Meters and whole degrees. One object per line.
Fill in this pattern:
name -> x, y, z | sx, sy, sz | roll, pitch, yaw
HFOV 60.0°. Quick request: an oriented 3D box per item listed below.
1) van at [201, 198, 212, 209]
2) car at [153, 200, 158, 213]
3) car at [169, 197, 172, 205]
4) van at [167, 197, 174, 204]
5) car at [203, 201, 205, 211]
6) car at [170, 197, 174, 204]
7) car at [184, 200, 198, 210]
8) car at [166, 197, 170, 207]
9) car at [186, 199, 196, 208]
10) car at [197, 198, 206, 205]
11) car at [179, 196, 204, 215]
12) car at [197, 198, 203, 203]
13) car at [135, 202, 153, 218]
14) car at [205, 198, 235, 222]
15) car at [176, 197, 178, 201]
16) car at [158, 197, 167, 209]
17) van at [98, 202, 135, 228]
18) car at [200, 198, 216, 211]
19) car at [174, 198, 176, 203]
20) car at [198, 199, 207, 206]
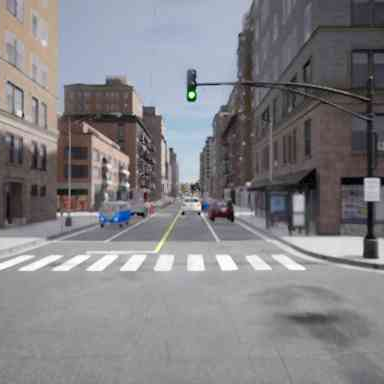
van -> 2.423, 1.914, 56.478 | 1.690, 1.788, 3.998 | 0, -1, 0
car -> -5.586, 1.954, 40.219 | 1.887, 1.381, 4.507 | 0, -1, 0
car -> -5.703, 2.247, 67.248 | 1.947, 1.339, 4.313 | 0, -1, 0
van -> -5.798, 2.240, 88.874 | 1.690, 1.788, 3.998 | 0, -1, 0
car -> 2.543, 1.906, 34.852 | 2.008, 1.369, 4.403 | 0, -1, 0
car -> -5.727, 2.051, 72.657 | 2.192, 1.841, 5.009 | 0, -1, 0
car -> -0.136, 2.079, 52.375 | 2.033, 1.411, 5.357 | 0, -1, 0
car -> -5.680, 2.178, 61.843 | 2.008, 1.369, 4.403 | 0, -1, 0
car -> -0.198, 2.115, 62.882 | 1.882, 1.535, 5.008 | 0, -1, 0
car -> 2.303, 2.230, 78.100 | 1.967, 1.590, 4.097 | 0, -1, 0
car -> -0.074, 1.618, 39.000 | 2.150, 2.045, 5.566 | 0, -1, 0
car -> 2.212, 2.481, 94.486 | 1.752, 1.417, 4.829 | 0, -1, 0
car -> -5.562, 1.921, 34.813 | 1.947, 1.339, 4.313 | 0, -1, 0
car -> 2.572, 1.615, 29.448 | 2.192, 1.841, 5.009 | 0, -1, 0
car -> -5.821, 2.504, 94.278 | 2.008, 1.369, 4.403 | 0, -1, 0
car -> -5.655, 2.096, 56.268 | 1.752, 1.417, 4.829 | 0, -1, 0
van -> -5.515, 1.587, 24.003 | 1.690, 1.788, 3.998 | 0, -1, 0
car -> 2.453, 1.833, 51.072 | 2.192, 1.841, 5.009 | 0, -1, 0
car -> -5.774, 2.427, 83.466 | 1.802, 1.307, 4.206 | 0, -1, 0
car -> 2.332, 2.263, 72.863 | 1.752, 1.417, 4.829 | 0, -1, 0
